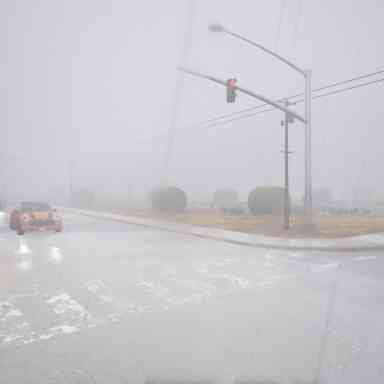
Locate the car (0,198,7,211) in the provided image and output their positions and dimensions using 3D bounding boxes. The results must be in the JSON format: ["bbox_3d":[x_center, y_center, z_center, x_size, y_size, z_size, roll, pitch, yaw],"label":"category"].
[{"bbox_3d":[-23.383,1.430,39.721,2.128,1.511,4.902,0,0,-35],"label":"car"}]

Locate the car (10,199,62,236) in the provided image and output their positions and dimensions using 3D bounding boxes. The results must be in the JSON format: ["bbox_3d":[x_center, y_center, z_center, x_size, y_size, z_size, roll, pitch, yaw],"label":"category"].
[{"bbox_3d":[-8.855,1.316,18.753,2.097,1.767,4.553,0,0,-35],"label":"car"}]
